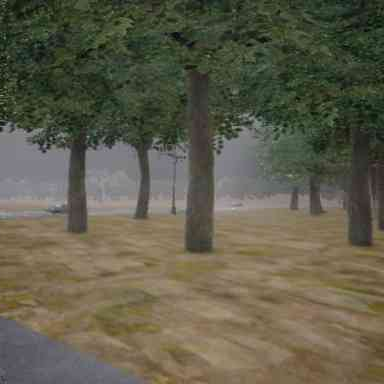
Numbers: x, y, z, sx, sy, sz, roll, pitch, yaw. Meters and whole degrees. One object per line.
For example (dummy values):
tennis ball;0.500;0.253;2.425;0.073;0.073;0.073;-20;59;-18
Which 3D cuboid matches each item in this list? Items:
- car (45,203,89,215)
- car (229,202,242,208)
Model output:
car;-15.966;2.165;42.810;2.033;1.411;5.357;0;-2;37
car;12.052;3.534;92.031;1.882;1.535;5.008;0;-1;37
